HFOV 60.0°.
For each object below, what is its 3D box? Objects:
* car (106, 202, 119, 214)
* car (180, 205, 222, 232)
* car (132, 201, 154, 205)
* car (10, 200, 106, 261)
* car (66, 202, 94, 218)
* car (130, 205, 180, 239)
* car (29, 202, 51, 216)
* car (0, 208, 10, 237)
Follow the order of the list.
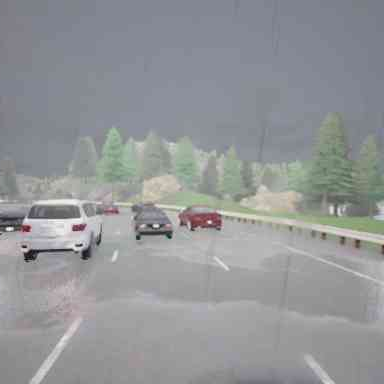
[{"bbox_3d":[-9.868,1.818,38.420,1.994,1.385,4.181,0,0,-26],"label":"car"},{"bbox_3d":[0.383,1.608,21.497,1.882,1.535,5.008,0,-1,-15],"label":"car"},{"bbox_3d":[-5.565,1.731,37.596,2.128,1.511,4.902,0,0,-26],"label":"car"},{"bbox_3d":[-4.814,1.311,12.949,2.150,2.045,5.566,0,0,-10],"label":"car"},{"bbox_3d":[-11.654,1.781,34.427,2.033,1.411,5.357,0,0,-26],"label":"car"},{"bbox_3d":[-2.270,1.663,18.096,2.033,1.411,5.357,0,0,-13],"label":"car"},{"bbox_3d":[-16.793,1.859,36.674,1.895,1.301,4.718,0,0,-29],"label":"car"},{"bbox_3d":[-9.819,1.643,19.210,1.837,1.490,4.892,0,0,-15],"label":"car"}]
